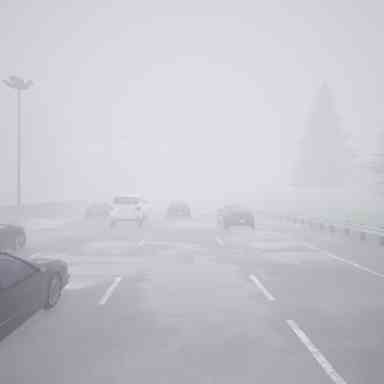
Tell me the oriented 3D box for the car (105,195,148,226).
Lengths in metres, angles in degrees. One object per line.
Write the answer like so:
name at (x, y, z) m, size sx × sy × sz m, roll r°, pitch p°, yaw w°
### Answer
car at (-4.374, 1.222, 23.614) m, size 2.150 × 2.045 × 5.566 m, roll 0°, pitch 0°, yaw -3°

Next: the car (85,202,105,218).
car at (-8.246, 1.563, 30.083) m, size 1.994 × 1.385 × 4.181 m, roll 0°, pitch 0°, yaw -3°

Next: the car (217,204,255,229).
car at (2.757, 1.525, 21.389) m, size 1.812 × 1.442 × 4.674 m, roll 0°, pitch 0°, yaw -3°

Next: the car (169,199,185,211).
car at (-1.915, 1.564, 42.030) m, size 1.994 × 1.385 × 4.181 m, roll 0°, pitch 0°, yaw -3°

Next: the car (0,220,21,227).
car at (-7.221, 1.491, 10.829) m, size 2.128 × 1.511 × 4.902 m, roll 0°, pitch 0°, yaw -2°

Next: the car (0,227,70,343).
car at (-3.485, 1.548, 4.739) m, size 2.033 × 1.411 × 5.357 m, roll 0°, pitch 0°, yaw -2°

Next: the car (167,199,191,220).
car at (-1.151, 1.477, 28.561) m, size 1.882 × 1.535 × 5.008 m, roll 0°, pitch 0°, yaw -3°
